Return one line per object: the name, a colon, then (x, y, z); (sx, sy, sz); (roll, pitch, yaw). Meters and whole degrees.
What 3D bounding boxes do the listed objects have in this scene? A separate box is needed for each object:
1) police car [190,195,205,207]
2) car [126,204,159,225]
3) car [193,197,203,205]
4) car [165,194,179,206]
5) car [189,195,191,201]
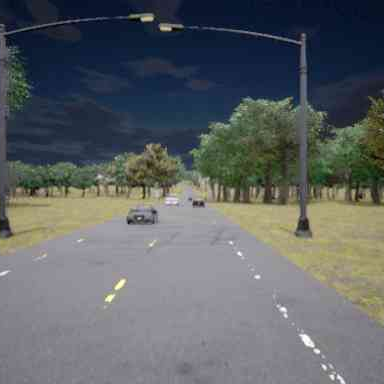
police car: (1.050, 1.604, 53.693); (1.930, 1.638, 5.238); (0, 0, 0)
car: (-3.594, 1.620, 24.705); (1.994, 1.385, 4.181); (0, 0, 0)
car: (1.050, 1.693, 63.776); (1.801, 1.575, 5.366); (0, 0, 0)
car: (-3.519, 1.429, 59.228); (2.150, 2.045, 5.566); (0, 0, 0)
car: (1.048, 1.624, 69.562); (2.097, 1.767, 4.553); (0, 0, 0)
